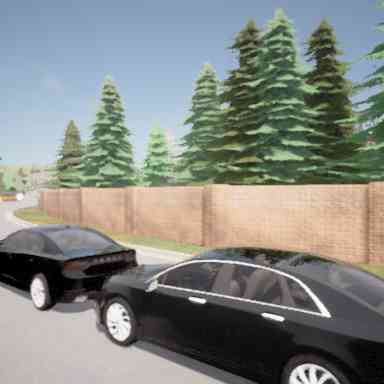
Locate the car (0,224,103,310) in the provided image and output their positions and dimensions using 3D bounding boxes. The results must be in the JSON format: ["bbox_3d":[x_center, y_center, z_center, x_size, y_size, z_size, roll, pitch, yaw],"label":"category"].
[{"bbox_3d":[-3.417,1.512,8.017,5.008,1.535,1.882,0,0,41],"label":"car"}]

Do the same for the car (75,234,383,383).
[{"bbox_3d":[0.621,1.535,4.724,4.892,1.490,1.837,0,0,37],"label":"car"}]
